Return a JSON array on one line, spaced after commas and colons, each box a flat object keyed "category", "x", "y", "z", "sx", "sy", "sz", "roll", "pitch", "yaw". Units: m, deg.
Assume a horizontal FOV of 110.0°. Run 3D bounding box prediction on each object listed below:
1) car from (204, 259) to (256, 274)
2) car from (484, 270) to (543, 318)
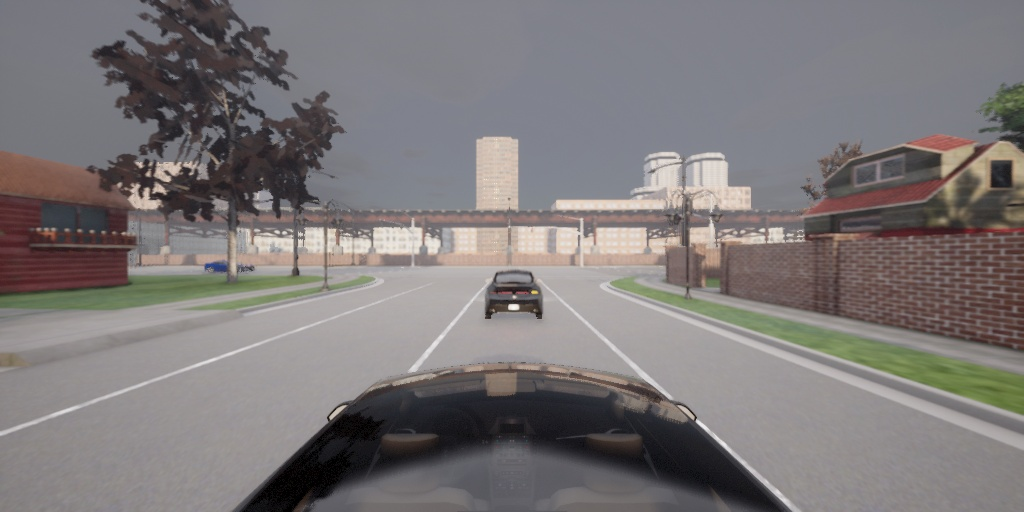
[{"category": "car", "x": -31.310, "y": 1.144, "z": 39.911, "sx": 5.008, "sy": 1.535, "sz": 1.882, "roll": 0, "pitch": 0, "yaw": 2}, {"category": "car", "x": 0.066, "y": 1.231, "z": 12.797, "sx": 1.837, "sy": 1.490, "sz": 4.892, "roll": 0, "pitch": 0, "yaw": 0}]
